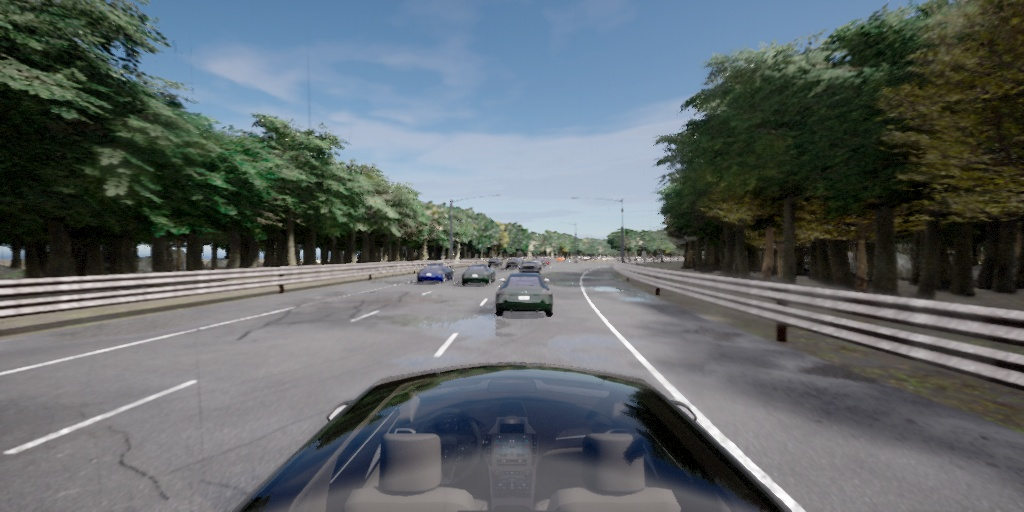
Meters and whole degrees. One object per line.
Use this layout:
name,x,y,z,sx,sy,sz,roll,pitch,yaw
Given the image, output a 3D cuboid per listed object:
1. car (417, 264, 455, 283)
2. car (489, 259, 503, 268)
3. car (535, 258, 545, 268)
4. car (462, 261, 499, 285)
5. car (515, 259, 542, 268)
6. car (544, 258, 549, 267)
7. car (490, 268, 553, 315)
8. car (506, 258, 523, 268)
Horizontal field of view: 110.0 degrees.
car,-5.750,1.293,27.459,1.994,1.385,4.181,1,0,4
car,-2.700,1.177,57.805,1.837,1.490,4.892,0,0,8
car,3.161,1.318,48.737,1.895,1.301,4.718,0,0,7
car,-2.336,1.309,25.976,1.994,1.385,4.181,0,0,4
car,1.595,1.253,32.774,1.837,1.490,4.892,0,0,5
car,4.728,1.172,60.654,2.128,1.511,4.902,0,0,8
car,0.467,1.317,13.561,1.994,1.385,4.181,0,0,2
car,0.300,1.200,53.690,1.837,1.490,4.892,0,0,8
